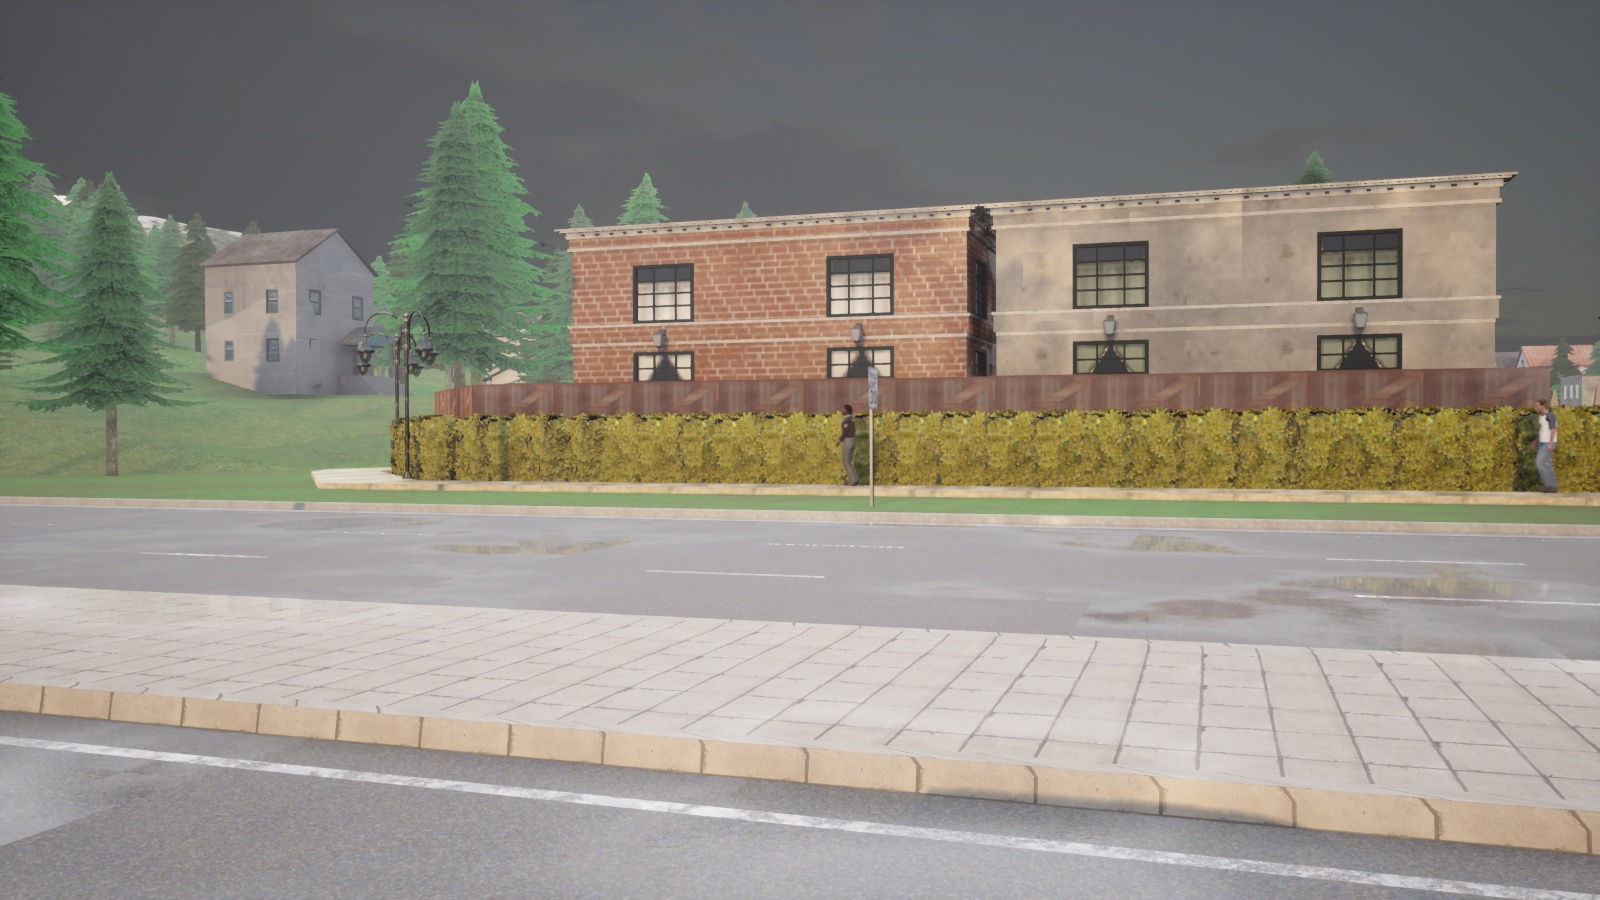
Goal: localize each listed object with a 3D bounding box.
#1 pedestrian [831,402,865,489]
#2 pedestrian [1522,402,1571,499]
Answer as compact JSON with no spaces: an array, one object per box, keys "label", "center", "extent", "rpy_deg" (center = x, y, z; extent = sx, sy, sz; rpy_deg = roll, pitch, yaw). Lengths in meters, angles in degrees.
[{"label":"pedestrian","center":[1.077,-0.109,28.005],"extent":[0.666,1.930,0.402],"rpy_deg":[1,1,19]},{"label":"pedestrian","center":[14.250,-0.002,23.983],"extent":[0.706,1.836,0.354],"rpy_deg":[0,1,16]}]
